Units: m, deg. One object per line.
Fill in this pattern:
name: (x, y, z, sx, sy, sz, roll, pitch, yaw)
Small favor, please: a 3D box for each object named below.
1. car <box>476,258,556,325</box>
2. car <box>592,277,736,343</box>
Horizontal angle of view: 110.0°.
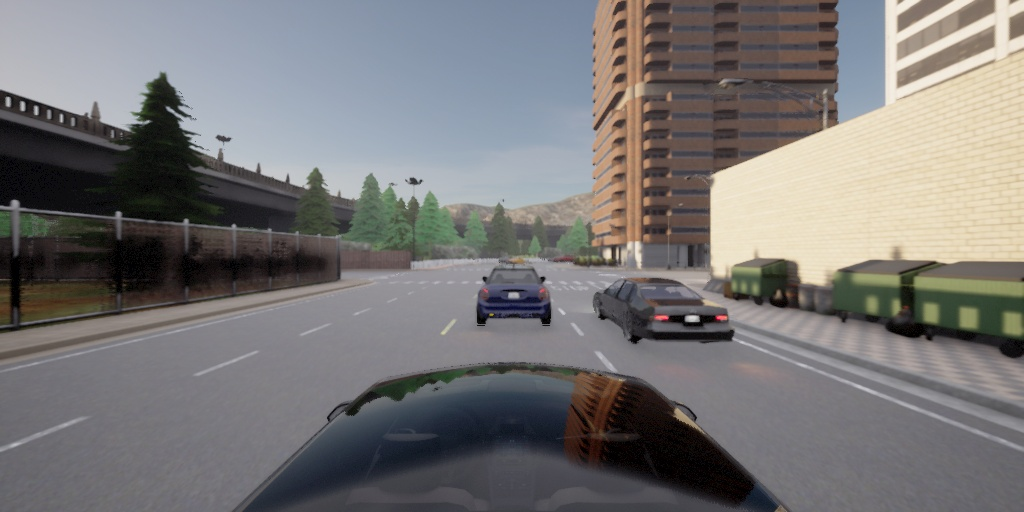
car: (0.064, 1.058, 11.727, 2.097, 1.767, 4.553, 0, 0, 0)
car: (3.548, 1.263, 9.528, 2.033, 1.411, 5.357, 0, 0, 1)
